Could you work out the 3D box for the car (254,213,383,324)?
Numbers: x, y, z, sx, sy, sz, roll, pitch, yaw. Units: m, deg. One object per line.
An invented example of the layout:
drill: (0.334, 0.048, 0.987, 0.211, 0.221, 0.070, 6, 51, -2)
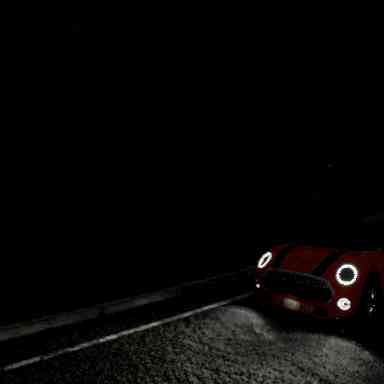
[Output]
car: (3.348, 1.334, 7.323, 4.553, 1.767, 2.097, -1, 1, -44)
